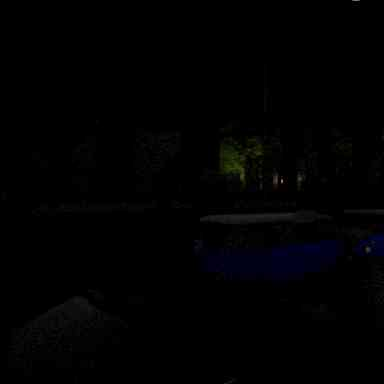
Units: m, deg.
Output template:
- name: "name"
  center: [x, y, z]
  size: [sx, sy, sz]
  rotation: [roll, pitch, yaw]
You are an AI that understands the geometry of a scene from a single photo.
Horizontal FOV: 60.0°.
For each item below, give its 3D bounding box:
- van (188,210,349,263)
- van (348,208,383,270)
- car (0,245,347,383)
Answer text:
- name: "van"
  center: [1.718, 1.391, 7.761]
  size: [3.998, 1.788, 1.690]
  rotation: [1, -1, -36]
- name: "van"
  center: [6.323, 1.438, 11.047]
  size: [3.998, 1.788, 1.690]
  rotation: [1, 0, -36]
- name: "car"
  center: [-0.498, 1.536, 2.899]
  size: [4.674, 1.442, 1.812]
  rotation: [1, 0, -36]
